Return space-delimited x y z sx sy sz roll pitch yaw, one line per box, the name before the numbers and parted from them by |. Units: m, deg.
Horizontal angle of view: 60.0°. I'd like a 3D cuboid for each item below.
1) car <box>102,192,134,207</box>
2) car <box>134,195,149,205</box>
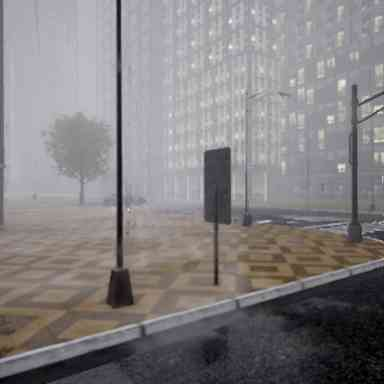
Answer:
car | -9.536 0.852 41.723 2.097 1.767 4.553 0 1 -37
car | -7.710 1.071 44.717 1.895 1.301 4.718 0 1 -36
